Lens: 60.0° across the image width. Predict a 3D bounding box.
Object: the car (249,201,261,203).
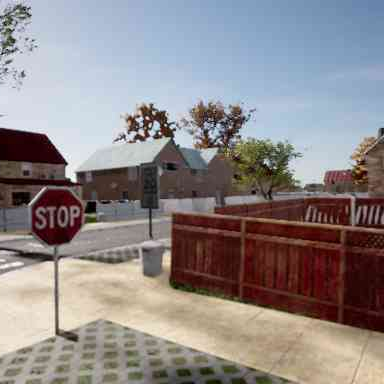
[{"bbox_3d":[5.329,1.363,26.151,1.994,1.385,4.181,-2,-1,36],"label":"car"}]
